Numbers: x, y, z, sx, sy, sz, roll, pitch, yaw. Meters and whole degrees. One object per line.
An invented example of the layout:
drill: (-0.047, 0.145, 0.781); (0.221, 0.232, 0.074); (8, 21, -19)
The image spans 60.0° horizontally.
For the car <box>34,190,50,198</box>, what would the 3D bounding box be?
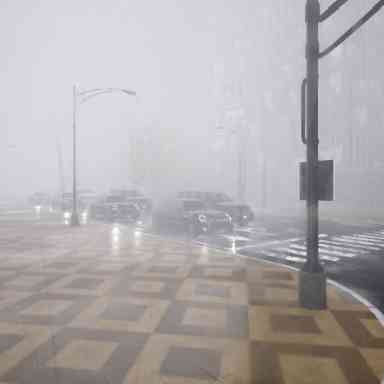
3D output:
car: (-28.753, 0.281, 63.747); (1.812, 1.442, 4.674); (0, 1, -38)

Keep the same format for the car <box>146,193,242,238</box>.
car: (-0.072, 1.124, 16.499); (2.097, 1.767, 4.553); (0, 1, -38)

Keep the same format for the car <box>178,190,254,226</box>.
car: (1.118, 0.950, 20.194); (2.150, 2.045, 5.566); (0, 1, -40)

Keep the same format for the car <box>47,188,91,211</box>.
car: (-11.522, 0.786, 31.004); (2.097, 1.767, 4.553); (0, 1, -38)

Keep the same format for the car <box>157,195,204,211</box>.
car: (-1.278, 1.042, 34.072); (2.033, 1.411, 5.357); (0, 1, -38)

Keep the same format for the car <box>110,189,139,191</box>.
car: (-5.507, 0.754, 28.616); (2.150, 2.045, 5.566); (0, 1, -38)

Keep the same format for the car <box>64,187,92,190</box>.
car: (-12.127, 0.558, 37.051); (2.150, 2.045, 5.566); (0, 1, -37)

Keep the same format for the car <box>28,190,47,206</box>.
car: (-17.838, 0.771, 39.079); (1.812, 1.442, 4.674); (0, 1, -38)

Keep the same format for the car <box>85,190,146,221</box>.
car: (-5.488, 0.965, 23.342); (2.097, 1.767, 4.553); (0, 1, -38)
